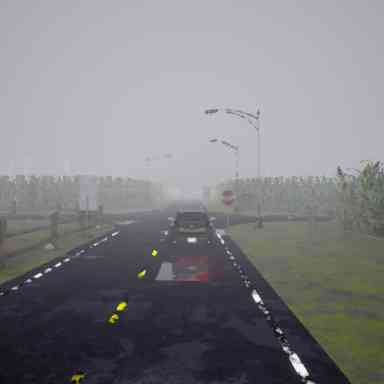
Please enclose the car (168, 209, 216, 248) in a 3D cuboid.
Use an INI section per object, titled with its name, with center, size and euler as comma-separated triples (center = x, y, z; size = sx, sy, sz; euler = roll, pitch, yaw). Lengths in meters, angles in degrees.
[car]
center = 0.000, 1.516, 14.650
size = 1.837, 1.490, 4.892
euler = 0, 0, 0
